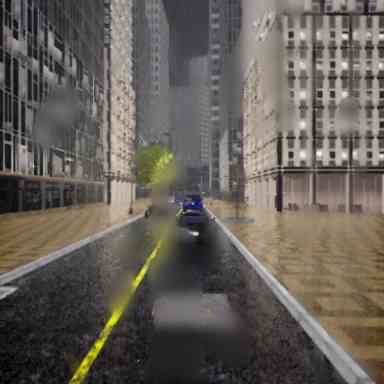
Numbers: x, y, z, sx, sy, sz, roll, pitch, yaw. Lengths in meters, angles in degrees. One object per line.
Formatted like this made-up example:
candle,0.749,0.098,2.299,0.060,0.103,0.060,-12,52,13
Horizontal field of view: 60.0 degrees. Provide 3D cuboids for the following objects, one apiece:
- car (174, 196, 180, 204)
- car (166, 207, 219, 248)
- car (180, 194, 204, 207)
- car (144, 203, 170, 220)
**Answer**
car,-2.747,1.600,69.659,1.882,1.535,5.008,0,0,0
car,0.098,1.570,14.757,1.994,1.385,4.181,0,0,0
car,0.100,1.269,36.134,2.150,2.045,5.566,0,0,0
car,-2.845,1.593,28.311,1.994,1.385,4.181,0,0,0
